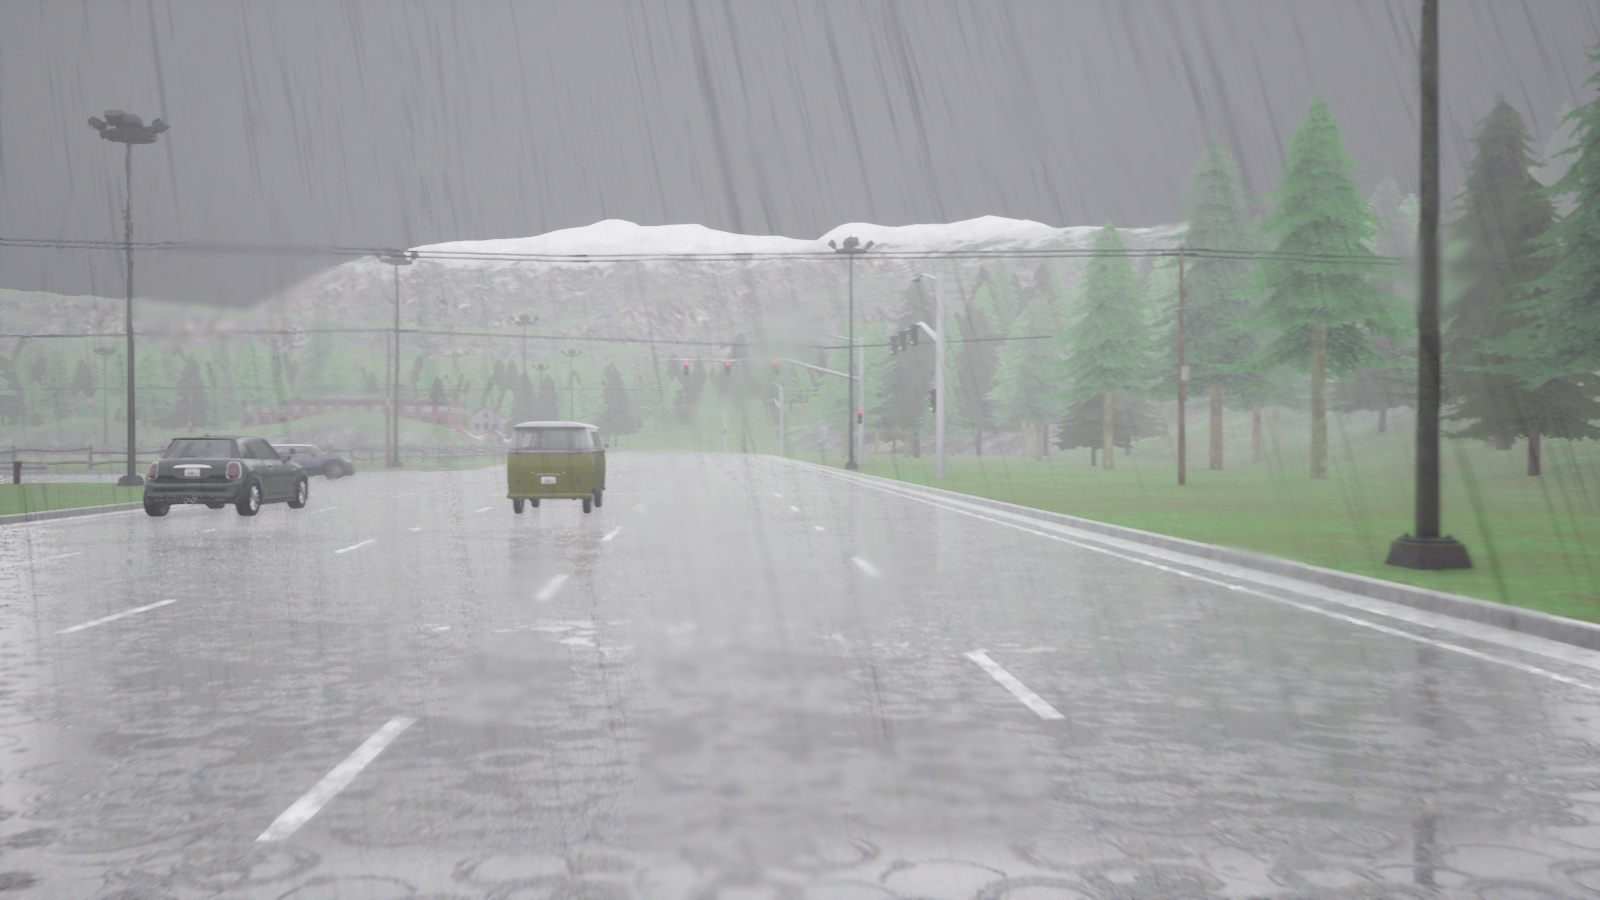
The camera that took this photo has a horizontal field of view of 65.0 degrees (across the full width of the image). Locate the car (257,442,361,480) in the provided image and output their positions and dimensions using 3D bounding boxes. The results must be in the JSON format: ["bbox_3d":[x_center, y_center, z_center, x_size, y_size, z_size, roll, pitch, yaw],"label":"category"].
[{"bbox_3d":[-19.831,0.427,50.907,3.806,1.475,1.970,0,0,-17],"label":"car"}]

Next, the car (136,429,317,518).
[{"bbox_3d":[-12.270,0.453,27.244,2.097,1.767,4.553,0,0,-4],"label":"car"}]

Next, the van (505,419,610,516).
[{"bbox_3d":[-5.300,0.342,27.954,1.775,1.987,4.442,0,0,-4],"label":"van"}]
